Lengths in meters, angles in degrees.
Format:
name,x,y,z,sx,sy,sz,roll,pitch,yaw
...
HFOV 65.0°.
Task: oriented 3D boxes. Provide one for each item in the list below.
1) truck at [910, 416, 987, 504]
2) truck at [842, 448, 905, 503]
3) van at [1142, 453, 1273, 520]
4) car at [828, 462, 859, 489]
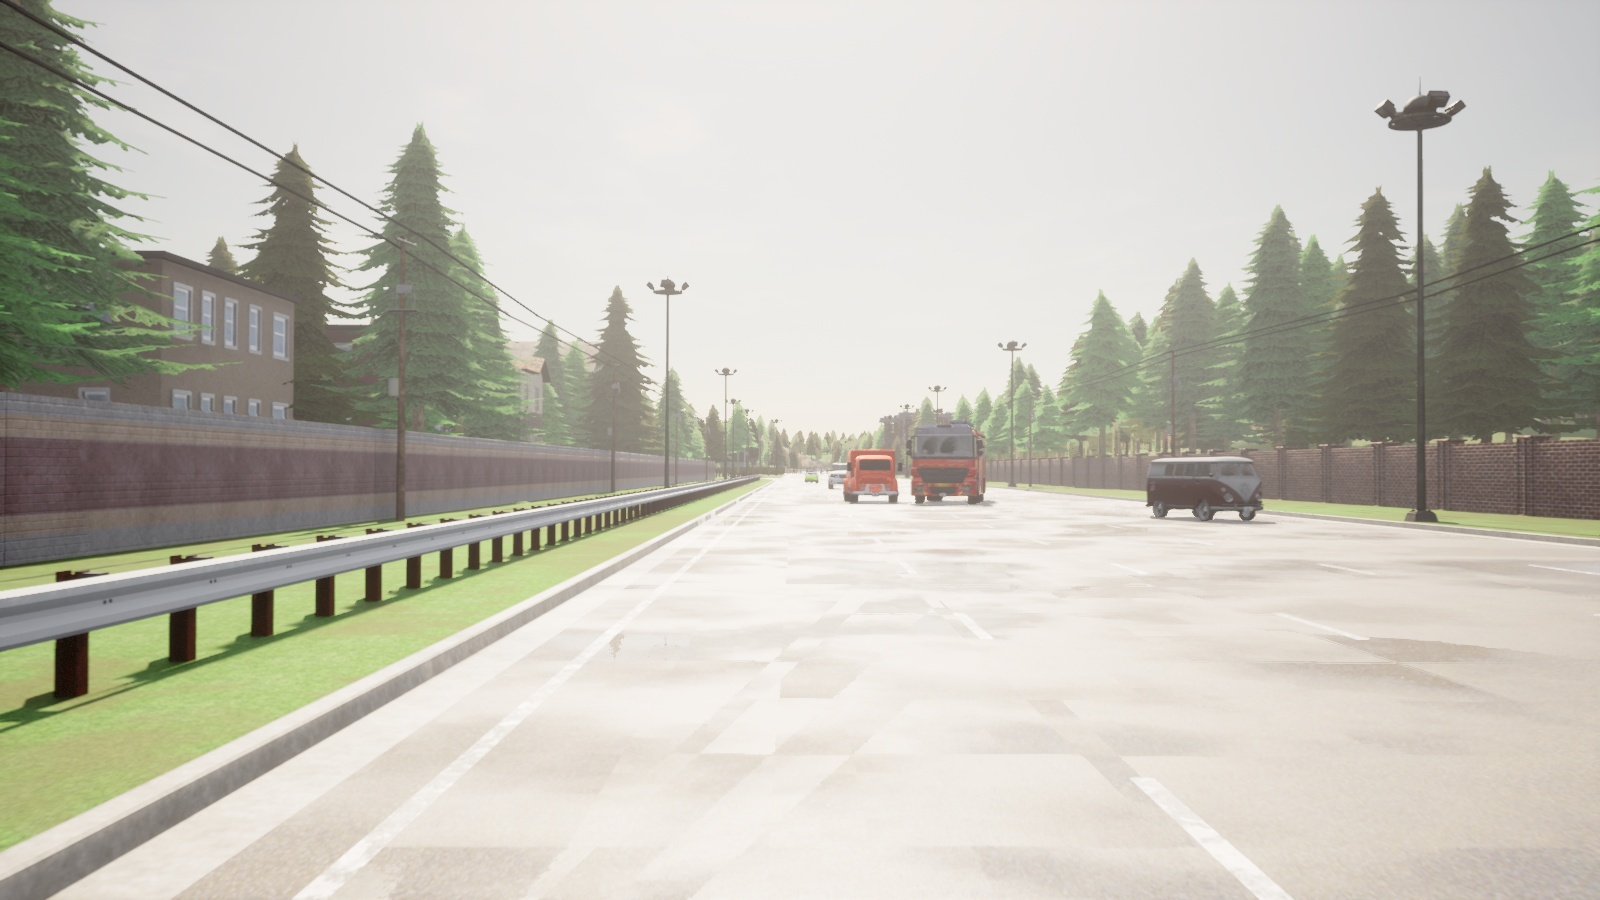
name,x,y,z,sx,sy,sz,roll,pitch,yaw
truck,7.032,0.502,58.637,2.891,3.827,8.468,0,-1,11
truck,3.396,1.200,59.025,2.627,2.467,5.204,0,-1,0
van,12.777,1.110,39.662,1.775,1.987,4.442,0,-1,-16
car,3.330,1.985,97.487,2.150,2.045,5.566,0,-1,0
